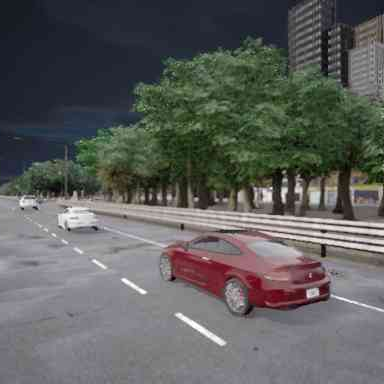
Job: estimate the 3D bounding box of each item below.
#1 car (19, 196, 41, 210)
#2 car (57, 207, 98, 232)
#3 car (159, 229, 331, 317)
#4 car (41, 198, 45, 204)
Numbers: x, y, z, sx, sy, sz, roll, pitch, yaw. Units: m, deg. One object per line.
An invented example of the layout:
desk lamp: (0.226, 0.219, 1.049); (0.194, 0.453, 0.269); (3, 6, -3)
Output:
car: (-24.326, 1.566, 49.484); (2.150, 2.045, 5.566); (0, 0, -30)
car: (-7.370, 1.689, 21.376); (1.812, 1.442, 4.674); (0, -1, -31)
car: (0.897, 1.590, 7.713); (1.812, 1.442, 4.674); (0, -1, -31)
car: (-34.405, 2.044, 74.419); (1.812, 1.442, 4.674); (0, 0, -13)
